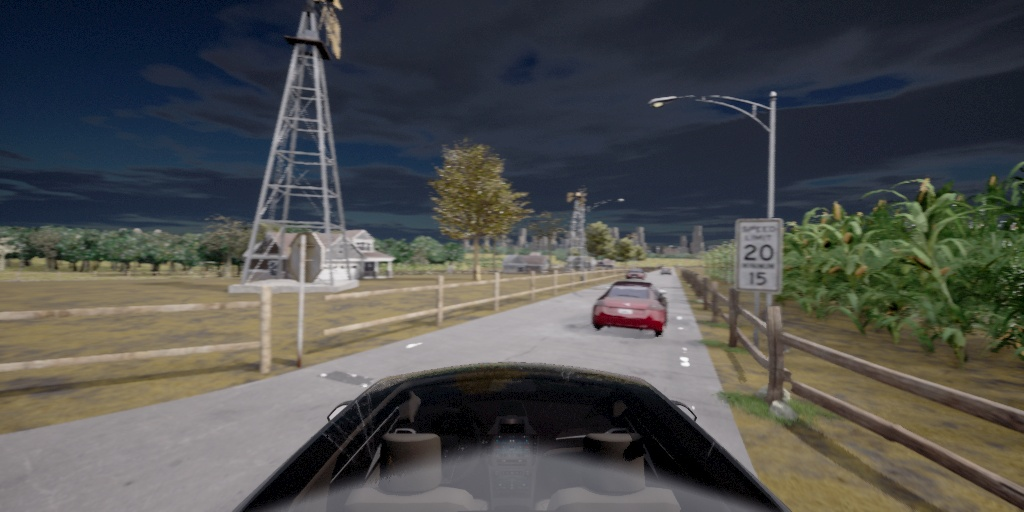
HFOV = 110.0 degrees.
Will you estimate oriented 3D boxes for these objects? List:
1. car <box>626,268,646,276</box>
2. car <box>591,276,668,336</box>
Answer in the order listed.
[{"bbox_3d":[14.594,2.148,42.118,1.994,1.385,4.181,1,-1,24],"label":"car"},{"bbox_3d":[3.841,1.492,11.382,1.994,1.385,4.181,1,-1,24],"label":"car"}]
